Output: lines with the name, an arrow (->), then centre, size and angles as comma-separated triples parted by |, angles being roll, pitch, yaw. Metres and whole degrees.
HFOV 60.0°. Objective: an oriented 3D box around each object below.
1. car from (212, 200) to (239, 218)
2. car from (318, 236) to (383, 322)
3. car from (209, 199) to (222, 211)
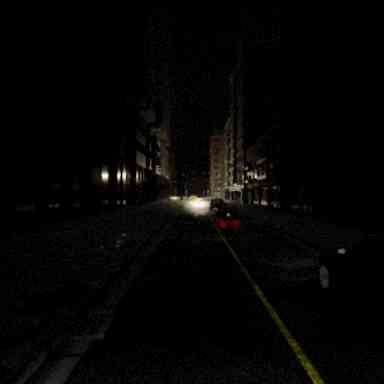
car -> 3.180, 1.680, 31.113 | 1.895, 1.301, 4.718 | 0, 0, 1
car -> 3.916, 1.508, 5.971 | 1.882, 1.535, 5.008 | 0, 0, 0
car -> 3.200, 1.580, 42.810 | 1.882, 1.535, 5.008 | 0, 0, 1
